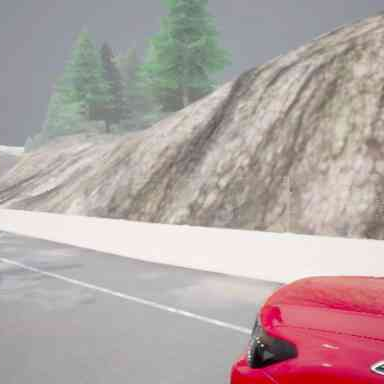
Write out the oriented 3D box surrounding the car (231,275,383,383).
[{"bbox_3d":[2.988,1.234,1.918,5.566,2.045,2.150,0,0,35],"label":"car"}]
